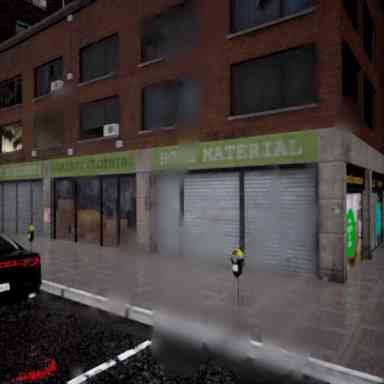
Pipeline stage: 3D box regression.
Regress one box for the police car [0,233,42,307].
[{"bbox_3d":[-5.302,1.423,7.170,5.238,1.638,1.930,0,0,36],"label":"police car"}]
